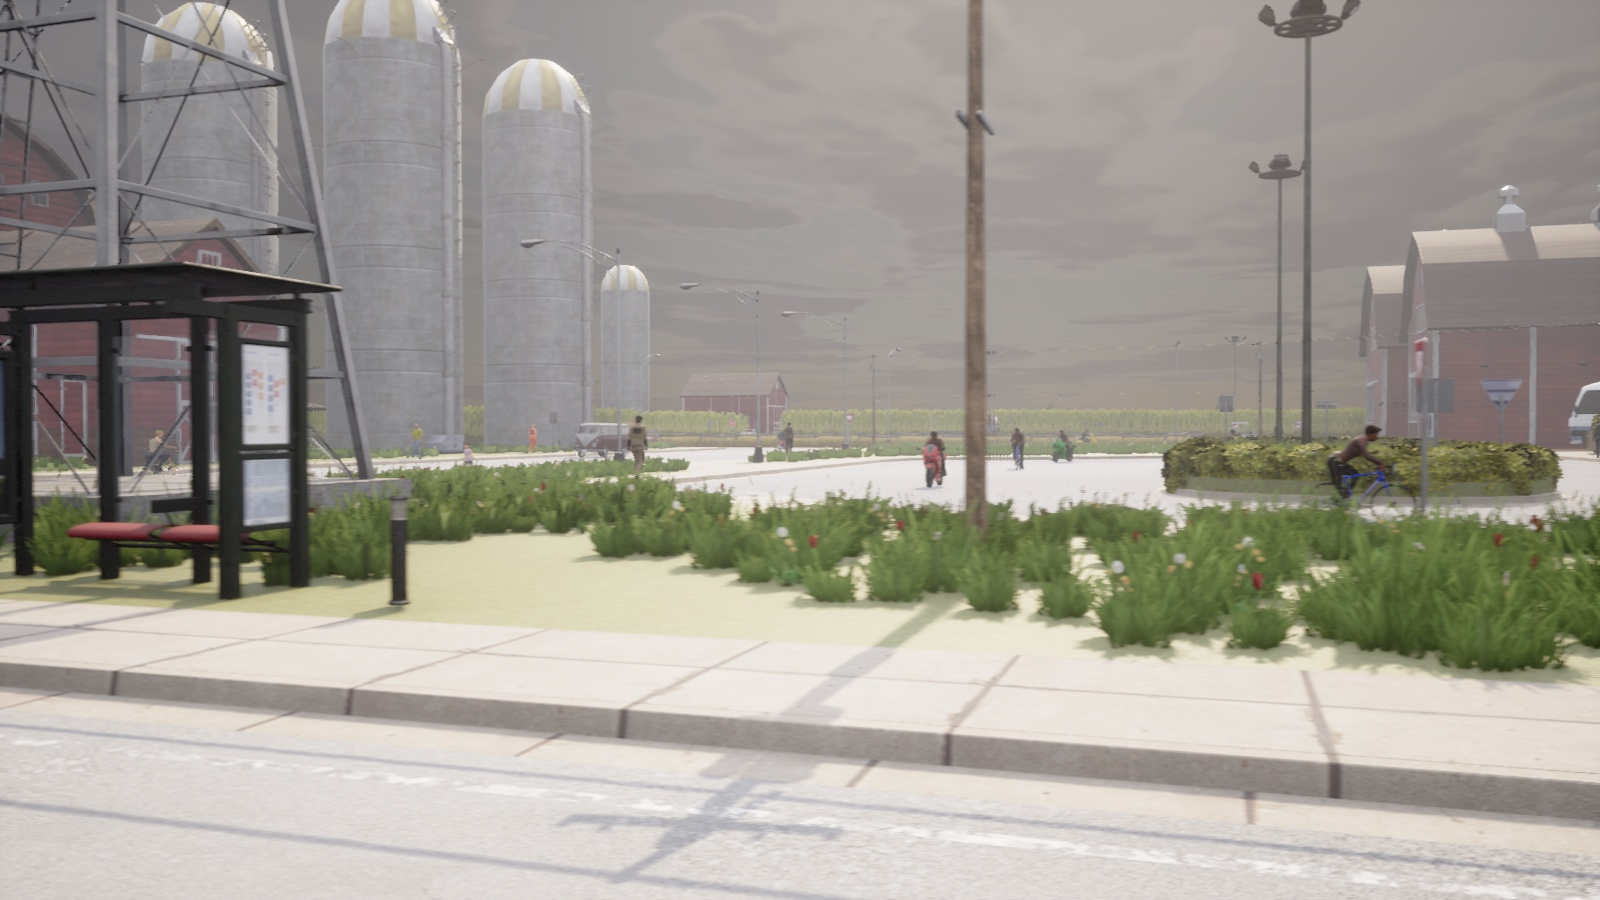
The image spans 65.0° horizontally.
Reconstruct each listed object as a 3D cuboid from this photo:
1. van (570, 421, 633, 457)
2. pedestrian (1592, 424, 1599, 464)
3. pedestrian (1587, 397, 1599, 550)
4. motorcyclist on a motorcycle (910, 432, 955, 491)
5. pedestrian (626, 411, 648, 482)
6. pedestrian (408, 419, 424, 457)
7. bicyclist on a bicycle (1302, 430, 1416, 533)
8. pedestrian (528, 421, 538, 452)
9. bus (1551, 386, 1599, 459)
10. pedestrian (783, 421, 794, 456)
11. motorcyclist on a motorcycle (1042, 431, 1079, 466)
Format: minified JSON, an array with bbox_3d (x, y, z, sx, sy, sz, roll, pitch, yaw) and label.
[{"bbox_3d":[-11.353,-0.654,72.168,1.775,1.987,4.442,1,1,18],"label":"van"},{"bbox_3d":[36.410,-0.282,57.257,0.353,1.847,0.614,1,1,18],"label":"pedestrian"},{"bbox_3d":[9.904,0.281,15.127,0.353,1.847,0.614,0,1,-39],"label":"pedestrian"},{"bbox_3d":[3.559,0.276,33.607,0.797,1.523,2.044,1,1,17],"label":"motorcyclist on a motorcycle"},{"bbox_3d":[-4.435,-0.099,34.184,0.396,1.930,0.692,0,1,11],"label":"pedestrian"},{"bbox_3d":[-18.687,-0.605,61.117,0.354,1.836,0.706,1,1,19],"label":"pedestrian"},{"bbox_3d":[9.157,0.486,20.594,1.656,1.620,0.582,1,1,27],"label":"bicyclist on a bicycle"},{"bbox_3d":[-15.896,-0.814,74.638,0.345,1.836,0.594,1,1,15],"label":"pedestrian"},{"bbox_3d":[49.897,-1.620,72.817,3.944,4.253,10.273,-2,2,-45],"label":"bus"},{"bbox_3d":[-0.587,-0.611,66.708,0.328,1.805,0.869,1,1,17],"label":"pedestrian"},{"bbox_3d":[12.060,-0.083,58.019,0.797,1.523,2.044,3,3,38],"label":"motorcyclist on a motorcycle"}]
